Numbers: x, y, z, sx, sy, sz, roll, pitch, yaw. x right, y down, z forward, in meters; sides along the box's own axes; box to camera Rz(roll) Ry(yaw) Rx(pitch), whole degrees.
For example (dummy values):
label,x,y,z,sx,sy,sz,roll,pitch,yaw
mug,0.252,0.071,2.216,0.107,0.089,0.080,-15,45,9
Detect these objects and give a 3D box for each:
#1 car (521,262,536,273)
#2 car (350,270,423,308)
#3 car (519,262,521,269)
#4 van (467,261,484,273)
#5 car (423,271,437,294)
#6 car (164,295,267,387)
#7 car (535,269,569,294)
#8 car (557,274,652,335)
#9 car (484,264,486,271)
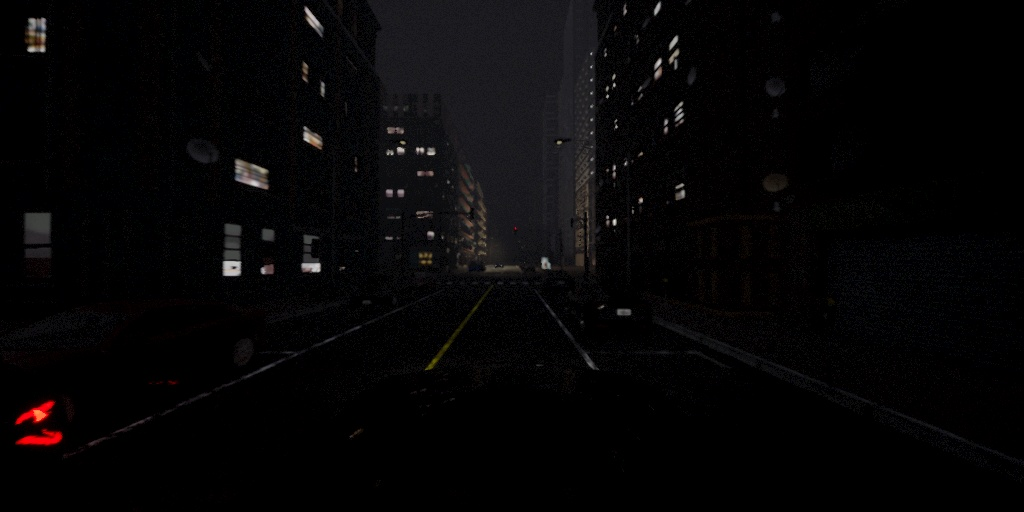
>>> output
label,x,y,z,sx,sy,sz,roll,pitch,yaw
car,2.688,1.881,54.146,1.802,1.307,4.207,0,0,0
car,-5.690,1.464,16.231,1.948,1.339,4.313,0,0,0
car,2.688,1.859,65.201,1.967,1.591,4.097,0,0,0
van,-5.693,1.640,54.146,1.690,1.789,3.998,0,0,0
car,-5.691,1.537,21.754,1.802,1.307,4.207,0,0,0
car,-5.689,1.330,5.185,1.888,1.381,4.507,0,0,0
car,2.691,1.521,21.742,1.948,1.339,4.313,0,0,0
car,2.691,1.407,10.696,1.948,1.339,4.313,0,0,0
car,-5.693,1.674,59.674,2.192,1.841,5.009,0,0,0
